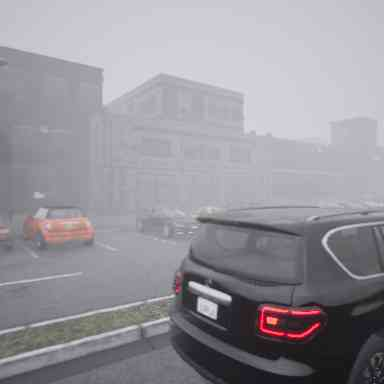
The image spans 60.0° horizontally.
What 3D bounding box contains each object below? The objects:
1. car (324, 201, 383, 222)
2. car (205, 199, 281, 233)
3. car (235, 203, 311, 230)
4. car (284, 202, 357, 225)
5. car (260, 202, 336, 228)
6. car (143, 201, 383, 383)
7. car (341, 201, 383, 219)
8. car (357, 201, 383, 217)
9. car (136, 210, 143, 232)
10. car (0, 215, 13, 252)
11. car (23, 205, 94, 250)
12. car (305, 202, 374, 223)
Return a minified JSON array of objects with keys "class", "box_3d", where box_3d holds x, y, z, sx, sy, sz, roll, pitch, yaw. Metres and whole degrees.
[{"class":"car","box_3d":[14.498,1.620,29.230,2.097,1.535,5.008,0,0,-35]},{"class":"car","box_3d":[3.086,1.408,21.101,2.185,1.767,4.553,0,0,-36]},{"class":"car","box_3d":[5.346,1.579,22.704,2.163,1.488,4.792,0,0,-35]},{"class":"car","box_3d":[9.865,1.583,25.940,2.231,1.521,4.892,0,0,-35]},{"class":"car","box_3d":[7.591,1.565,24.341,2.097,1.535,5.008,0,0,-35]},{"class":"car","box_3d":[2.328,1.230,4.793,5.566,2.045,2.150,0,0,-36]},{"class":"car","box_3d":[16.757,1.641,30.849,2.231,1.521,4.892,0,0,-35]},{"class":"car","box_3d":[18.926,1.700,32.378,2.002,1.452,4.674,1,0,-35]},{"class":"car","box_3d":[-1.371,1.506,17.979,2.231,1.521,4.892,0,0,-35]},{"class":"car","box_3d":[-8.264,1.513,13.076,2.002,1.452,4.674,0,0,-35]},{"class":"car","box_3d":[-5.981,1.354,14.660,2.185,1.767,4.553,0,0,-35]},{"class":"car","box_3d":[12.109,1.629,27.577,2.163,1.488,4.792,0,0,-35]}]
